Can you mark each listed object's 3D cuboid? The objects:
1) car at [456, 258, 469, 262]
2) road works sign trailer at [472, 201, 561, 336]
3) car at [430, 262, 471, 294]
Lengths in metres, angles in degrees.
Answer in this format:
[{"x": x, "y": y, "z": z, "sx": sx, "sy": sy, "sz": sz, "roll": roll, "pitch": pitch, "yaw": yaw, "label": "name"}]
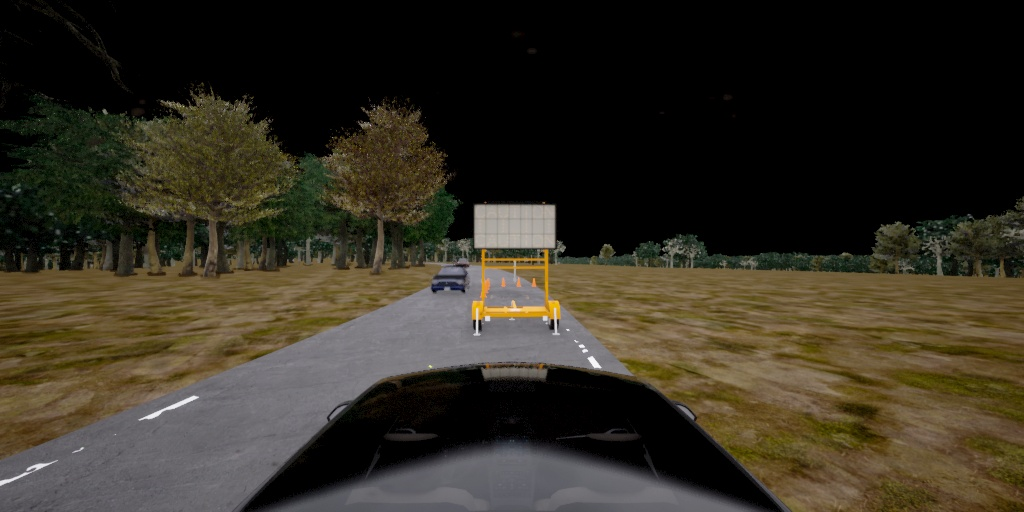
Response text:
[{"x": -8.176, "y": 1.117, "z": 59.444, "sx": 2.097, "sy": 1.767, "sz": 4.553, "roll": 0, "pitch": 0, "yaw": -12, "label": "car"}, {"x": 0.079, "y": 0.214, "z": 10.447, "sx": 2.380, "sy": 3.560, "sz": 2.880, "roll": 0, "pitch": 0, "yaw": -2, "label": "road works sign trailer"}, {"x": -3.403, "y": 1.296, "z": 20.763, "sx": 2.033, "sy": 1.411, "sz": 5.357, "roll": 0, "pitch": 0, "yaw": -3, "label": "car"}]
